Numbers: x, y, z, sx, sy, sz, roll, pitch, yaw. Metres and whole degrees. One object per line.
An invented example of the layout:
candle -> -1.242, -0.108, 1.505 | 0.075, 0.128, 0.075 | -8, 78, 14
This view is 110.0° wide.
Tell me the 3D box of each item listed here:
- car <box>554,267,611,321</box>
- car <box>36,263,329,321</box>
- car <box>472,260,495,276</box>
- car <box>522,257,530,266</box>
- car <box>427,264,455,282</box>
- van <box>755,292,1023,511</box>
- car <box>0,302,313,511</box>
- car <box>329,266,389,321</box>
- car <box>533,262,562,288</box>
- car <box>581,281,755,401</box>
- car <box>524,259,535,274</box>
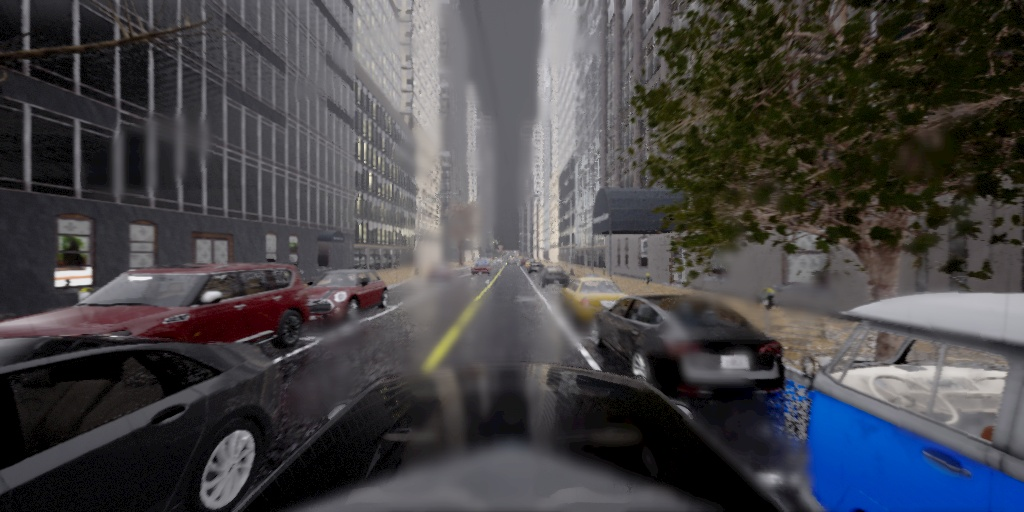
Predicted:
car -> 2.688, 1.276, 12.258 | 1.751, 1.417, 4.829 | 0, 0, 0
car -> -5.691, 1.065, 6.394 | 2.192, 1.841, 5.009 | 0, 0, 0
car -> -3.100, 1.349, 37.360 | 1.895, 1.301, 4.718 | 0, 0, 0
car -> 2.990, 1.195, 55.959 | 1.801, 1.575, 5.366 | 0, 0, 0
car -> -5.695, 1.331, 29.185 | 1.802, 1.307, 4.207 | 0, 0, 0
van -> 2.690, 1.091, 0.691 | 1.690, 1.789, 3.998 | 0, 0, 0
car -> -3.091, 1.256, 1.408 | 1.837, 1.490, 4.892 | 0, 0, 0
car -> -5.692, 1.190, 12.092 | 1.967, 1.591, 4.097 | 0, 0, 0
car -> 2.686, 1.300, 23.482 | 2.007, 1.370, 4.403 | 0, 0, 0
car -> 2.689, 1.316, 6.390 | 1.948, 1.339, 4.313 | 0, 0, 0
car -> 2.683, 1.313, 40.577 | 1.948, 1.339, 4.313 | 0, 0, 0
